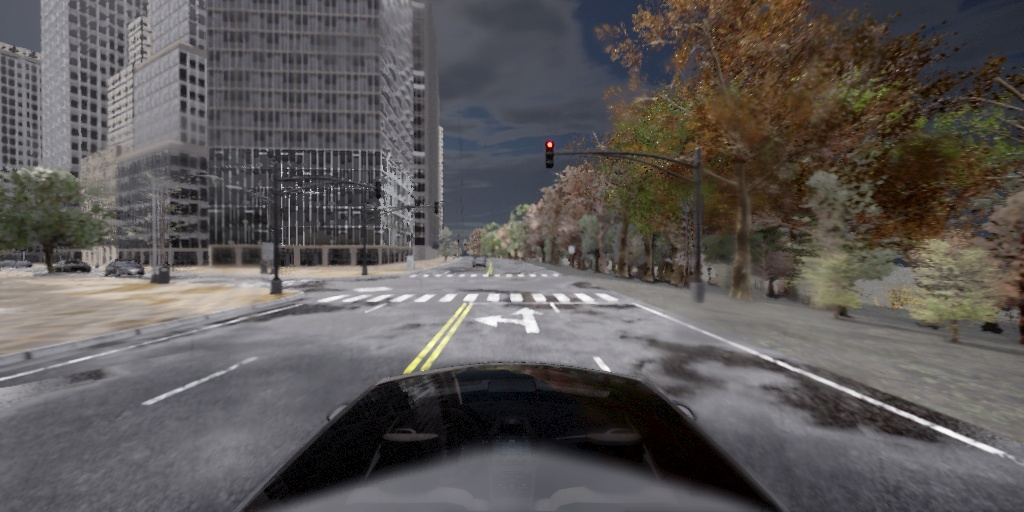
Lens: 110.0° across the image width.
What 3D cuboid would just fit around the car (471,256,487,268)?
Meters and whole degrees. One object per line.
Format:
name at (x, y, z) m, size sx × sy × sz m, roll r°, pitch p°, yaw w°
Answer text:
car at (-4.466, 0.857, 49.032) m, size 1.837 × 1.490 × 4.892 m, roll 0°, pitch 2°, yaw -3°

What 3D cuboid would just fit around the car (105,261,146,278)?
car at (-37.405, 1.246, 34.631) m, size 4.902 × 1.511 × 2.128 m, roll 0°, pitch 0°, yaw 28°
